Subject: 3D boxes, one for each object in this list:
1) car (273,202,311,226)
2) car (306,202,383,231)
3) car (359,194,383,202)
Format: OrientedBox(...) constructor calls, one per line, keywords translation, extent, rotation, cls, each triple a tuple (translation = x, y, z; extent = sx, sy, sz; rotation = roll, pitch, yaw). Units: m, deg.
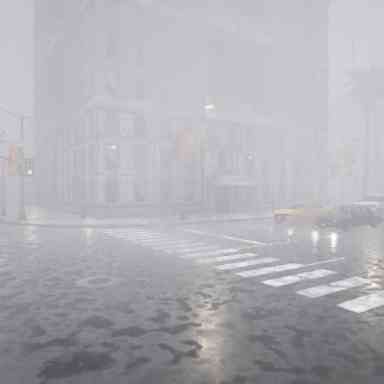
OrientedBox(translation=(7.951, 1.477, 23.833), extent=(5.008, 1.535, 1.882), rotation=(0, 0, -34), cls="car")
OrientedBox(translation=(9.886, 1.547, 20.920), extent=(5.357, 1.411, 2.033), rotation=(0, 0, -34), cls="car")
OrientedBox(translation=(16.420, 1.221, 29.479), extent=(5.566, 2.045, 2.150), rotation=(0, 0, -33), cls="car")
